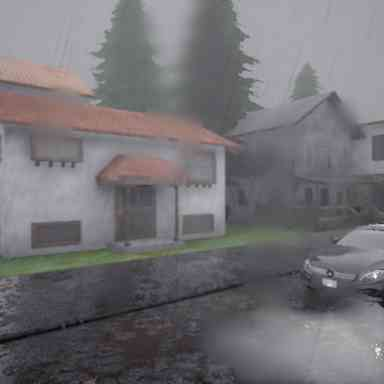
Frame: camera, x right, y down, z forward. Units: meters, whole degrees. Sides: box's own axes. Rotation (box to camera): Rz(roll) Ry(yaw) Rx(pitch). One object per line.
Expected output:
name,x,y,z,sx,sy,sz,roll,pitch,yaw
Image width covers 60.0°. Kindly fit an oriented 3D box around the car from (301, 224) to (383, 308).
car,4.564,1.524,7.930,4.674,1.442,1.812,0,0,-37
